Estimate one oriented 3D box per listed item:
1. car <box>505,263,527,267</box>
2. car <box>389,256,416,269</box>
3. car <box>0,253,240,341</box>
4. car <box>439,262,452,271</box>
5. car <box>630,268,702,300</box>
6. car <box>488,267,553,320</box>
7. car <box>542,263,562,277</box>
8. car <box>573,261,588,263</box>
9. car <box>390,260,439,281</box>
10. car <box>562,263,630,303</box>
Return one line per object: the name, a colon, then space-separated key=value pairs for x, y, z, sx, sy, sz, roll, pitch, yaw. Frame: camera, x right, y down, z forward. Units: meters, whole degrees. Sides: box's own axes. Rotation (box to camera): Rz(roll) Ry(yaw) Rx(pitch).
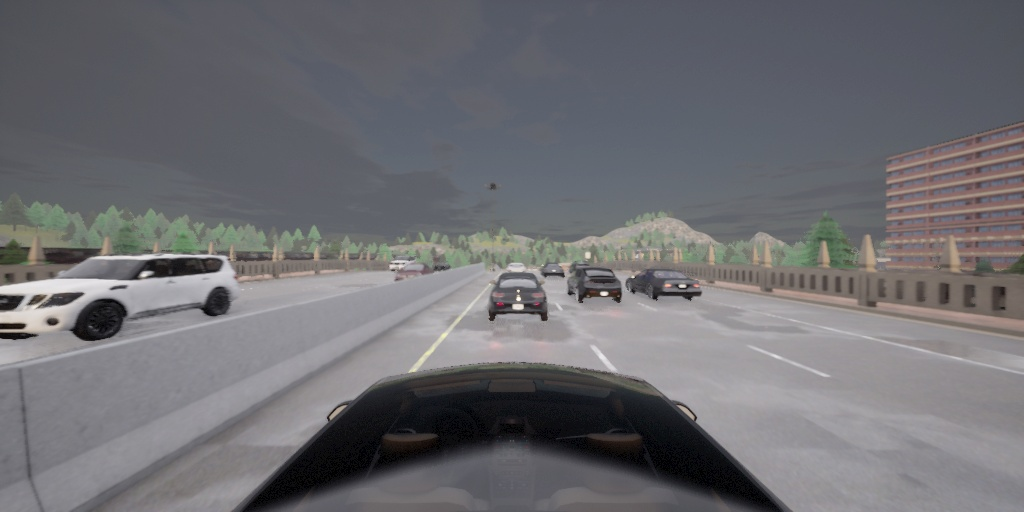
car: x=0.351 y=1.277 z=30.189 sx=1.812 sy=1.442 sz=4.674 roll=0 pitch=0 yaw=1
car: x=-13.685 y=0.974 z=45.527 sx=2.150 sy=2.045 sz=5.566 roll=0 pitch=-1 yaw=1
car: x=-10.536 y=0.943 z=10.102 sx=2.150 sy=2.045 sz=5.566 roll=0 pitch=0 yaw=1
car: x=-10.109 y=1.570 z=52.262 sx=1.895 sy=1.301 sz=4.718 roll=0 pitch=-3 yaw=1
car: x=7.235 y=1.317 z=17.676 sx=2.033 sy=1.411 sz=5.357 roll=0 pitch=0 yaw=1
car: x=0.195 y=1.276 z=12.479 sx=1.812 sy=1.442 sz=4.674 roll=0 pitch=0 yaw=0
car: x=3.898 y=1.325 z=35.138 sx=1.994 sy=1.385 sz=4.181 roll=0 pitch=0 yaw=1
car: x=7.439 y=1.262 z=39.446 sx=2.128 sy=1.511 sz=4.902 roll=0 pitch=0 yaw=1
car: x=-6.885 y=1.257 z=25.845 sx=1.812 sy=1.442 sz=4.674 roll=0 pitch=0 yaw=1
car: x=3.731 y=1.265 z=16.853 sx=1.837 sy=1.490 sz=4.892 roll=0 pitch=0 yaw=0
